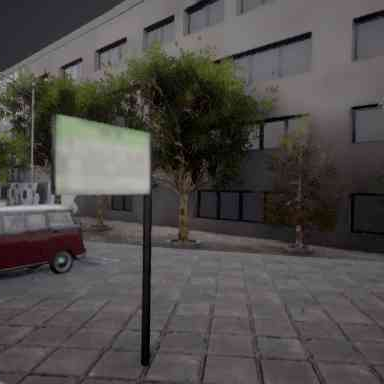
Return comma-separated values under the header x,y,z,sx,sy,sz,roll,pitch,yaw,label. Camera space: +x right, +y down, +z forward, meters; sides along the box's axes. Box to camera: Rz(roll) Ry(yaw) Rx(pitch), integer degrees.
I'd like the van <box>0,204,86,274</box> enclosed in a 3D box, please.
x,y,z,sx,sy,sz,roll,pitch,yaw,label
-4.962,1.361,8.965,1.878,1.987,4.442,-2,-1,35,van
